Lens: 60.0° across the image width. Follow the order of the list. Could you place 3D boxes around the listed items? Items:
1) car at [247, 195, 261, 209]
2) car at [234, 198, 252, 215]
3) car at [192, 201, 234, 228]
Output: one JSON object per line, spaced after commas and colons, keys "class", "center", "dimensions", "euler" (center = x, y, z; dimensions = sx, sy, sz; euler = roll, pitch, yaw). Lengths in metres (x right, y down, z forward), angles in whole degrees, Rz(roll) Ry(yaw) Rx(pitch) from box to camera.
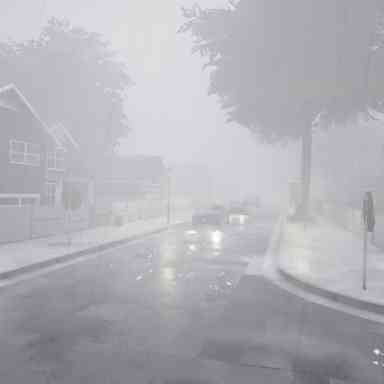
{"class": "car", "center": [9.245, 1.470, 50.356], "dimensions": [2.150, 2.045, 5.566], "euler": [1, 0, 16]}
{"class": "car", "center": [4.920, 1.676, 35.510], "dimensions": [1.994, 1.385, 4.181], "euler": [1, 0, 16]}
{"class": "car", "center": [1.433, 1.523, 23.252], "dimensions": [1.882, 1.535, 5.008], "euler": [1, 0, 16]}
